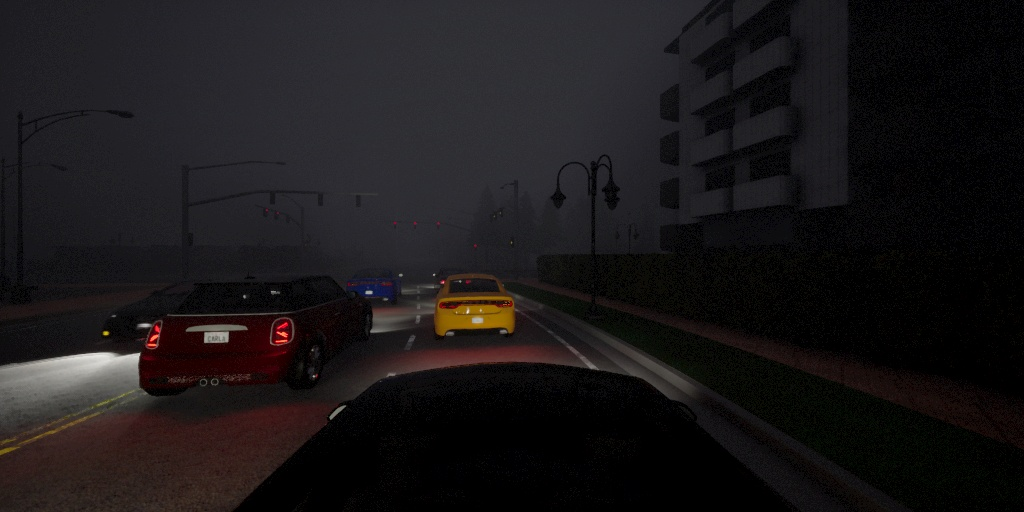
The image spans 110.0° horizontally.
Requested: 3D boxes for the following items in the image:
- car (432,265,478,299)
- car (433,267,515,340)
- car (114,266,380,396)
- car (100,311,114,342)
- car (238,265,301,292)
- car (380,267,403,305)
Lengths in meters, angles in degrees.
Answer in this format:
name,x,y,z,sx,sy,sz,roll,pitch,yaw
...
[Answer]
name,x,y,z,sx,sy,sz,roll,pitch,yaw
car,-3.289,1.297,19.713,2.033,1.411,5.357,0,0,-14
car,-1.161,1.228,10.121,1.882,1.535,5.008,0,0,-10
car,-4.214,1.102,6.878,2.097,1.767,4.553,0,0,-8
car,-8.244,1.314,9.640,1.994,1.385,4.181,0,0,-11
car,-14.883,1.330,22.318,1.994,1.385,4.181,0,0,-15
car,-5.976,1.228,15.939,1.882,1.535,5.008,0,0,-14
